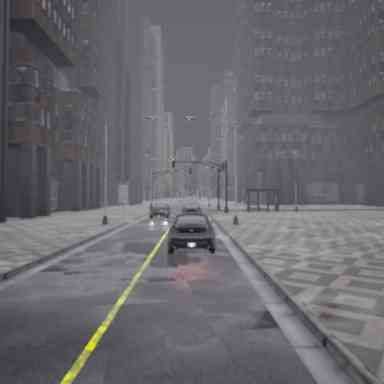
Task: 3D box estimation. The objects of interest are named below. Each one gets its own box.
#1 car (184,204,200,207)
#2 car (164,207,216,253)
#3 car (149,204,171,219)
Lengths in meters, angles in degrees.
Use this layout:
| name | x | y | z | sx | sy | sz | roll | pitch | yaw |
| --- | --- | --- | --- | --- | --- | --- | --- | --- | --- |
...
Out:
| name | x | y | z | sx | sy | sz | roll | pitch | yaw |
| --- | --- | --- | --- | --- | --- | --- | --- | --- | --- |
| car | -0.015 | 1.782 | 29.308 | 1.837 | 1.490 | 4.892 | 0 | 0 | 0 |
| car | -0.009 | 1.643 | 14.325 | 1.837 | 1.490 | 4.892 | 0 | 0 | 0 |
| car | -3.029 | 1.852 | 32.764 | 2.033 | 1.411 | 5.357 | 0 | -1 | 0 |
